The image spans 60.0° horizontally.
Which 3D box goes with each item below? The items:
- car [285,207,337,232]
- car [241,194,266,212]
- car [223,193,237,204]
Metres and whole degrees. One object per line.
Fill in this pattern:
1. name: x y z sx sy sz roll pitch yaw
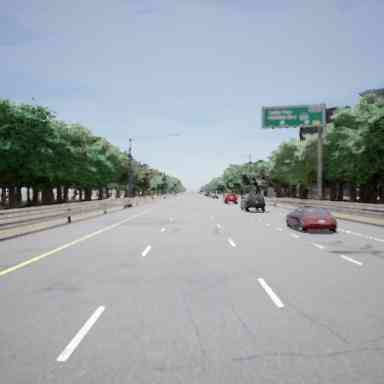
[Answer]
1. car: 7.023 1.562 19.990 1.994 1.385 4.181 0 0 0
2. car: 7.067 1.205 38.845 2.150 2.045 5.566 0 0 0
3. car: 7.122 1.194 62.340 2.150 2.045 5.566 0 0 0
